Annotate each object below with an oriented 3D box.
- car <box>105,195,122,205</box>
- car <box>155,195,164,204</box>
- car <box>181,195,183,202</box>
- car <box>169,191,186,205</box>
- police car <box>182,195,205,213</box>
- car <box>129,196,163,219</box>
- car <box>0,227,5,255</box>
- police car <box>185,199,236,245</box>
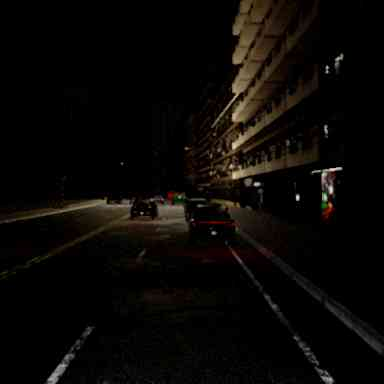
[{"bbox_3d":[-11.912,1.220,50.962,1.812,1.442,4.674,0,0,-4],"label":"car"},{"bbox_3d":[-5.476,1.219,54.477,2.033,1.411,5.357,0,0,-5],"label":"car"},{"bbox_3d":[0.186,1.311,31.222,1.837,1.490,4.892,0,0,-3],"label":"car"},{"bbox_3d":[-2.010,0.914,50.984,2.150,2.045,5.566,0,1,-4],"label":"car"},{"bbox_3d":[0.448,1.267,25.284,1.930,1.638,5.238,0,0,-2],"label":"police car"},{"bbox_3d":[-3.748,1.325,26.609,2.128,1.511,4.902,0,0,-2],"label":"car"},{"bbox_3d":[-6.689,1.428,8.193,1.882,1.535,5.008,0,0,-1],"label":"car"},{"bbox_3d":[0.774,1.329,15.203,1.930,1.638,5.238,0,0,-1],"label":"police car"}]
